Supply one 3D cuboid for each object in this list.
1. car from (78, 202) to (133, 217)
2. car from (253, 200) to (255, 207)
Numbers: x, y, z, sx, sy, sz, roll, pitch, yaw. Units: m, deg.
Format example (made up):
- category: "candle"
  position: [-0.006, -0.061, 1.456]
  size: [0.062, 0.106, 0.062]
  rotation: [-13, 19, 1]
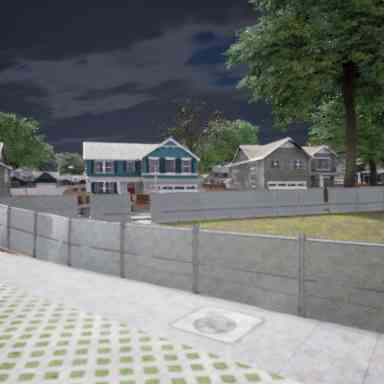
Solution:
- category: "car"
  position: [-6.476, 1.055, 24.567]
  size: [4.181, 1.385, 1.994]
  rotation: [-2, 0, -18]
- category: "car"
  position: [6.091, 0.700, 28.542]
  size: [5.357, 1.411, 2.033]
  rotation: [-2, 0, -17]
